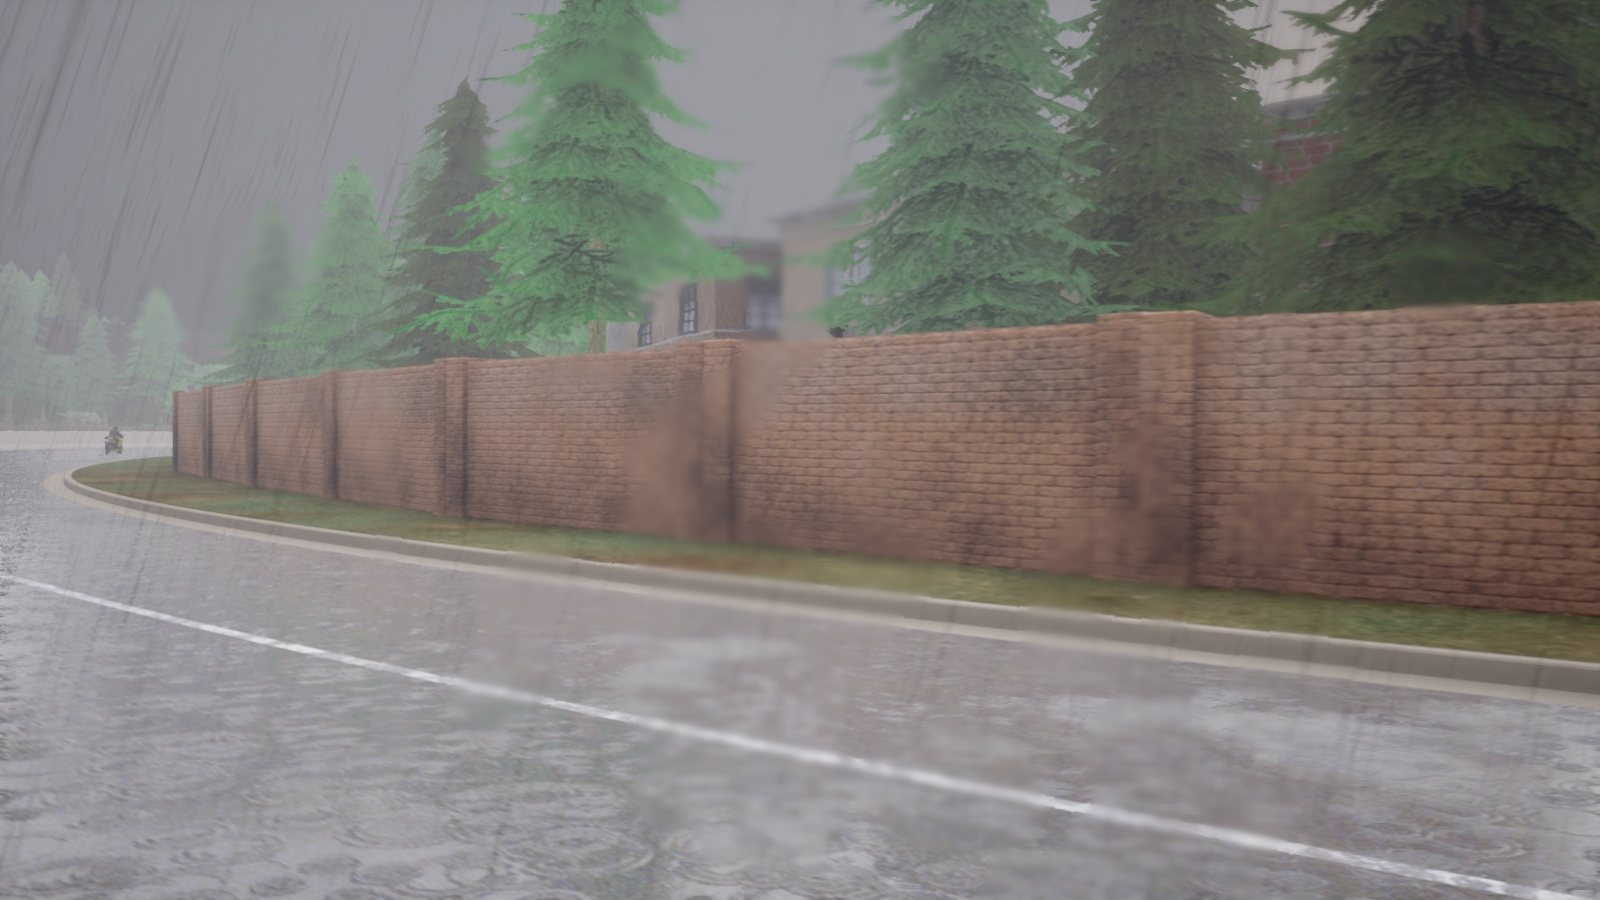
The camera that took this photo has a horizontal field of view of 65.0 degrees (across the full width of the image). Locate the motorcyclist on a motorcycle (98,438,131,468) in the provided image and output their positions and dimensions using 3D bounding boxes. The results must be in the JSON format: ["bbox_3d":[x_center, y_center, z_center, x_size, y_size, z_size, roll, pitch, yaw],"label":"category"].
[{"bbox_3d":[-36.460,0.155,66.780,0.797,1.523,2.044,1,1,-6],"label":"motorcyclist on a motorcycle"}]
